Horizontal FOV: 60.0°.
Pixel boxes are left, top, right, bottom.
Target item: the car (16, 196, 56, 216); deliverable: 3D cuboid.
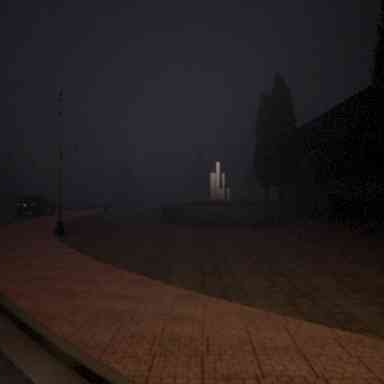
[{"bbox_3d":[-16.274,1.390,34.894,2.150,2.045,5.566,0,0,-2],"label":"car"}]
